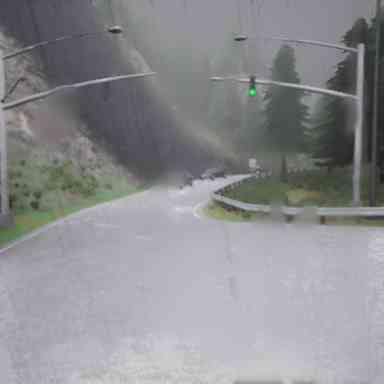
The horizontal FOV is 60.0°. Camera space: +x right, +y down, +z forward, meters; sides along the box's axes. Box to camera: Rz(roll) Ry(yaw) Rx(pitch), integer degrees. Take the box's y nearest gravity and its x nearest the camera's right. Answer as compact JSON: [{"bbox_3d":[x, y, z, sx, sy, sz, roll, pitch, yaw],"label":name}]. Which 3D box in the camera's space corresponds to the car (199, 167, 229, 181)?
[{"bbox_3d":[2.741,-2.289,41.371,2.128,1.511,4.902,3,8,36],"label":"car"}]

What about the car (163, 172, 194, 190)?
[{"bbox_3d":[-1.268,-1.166,32.743,1.837,1.490,4.892,1,7,19],"label":"car"}]

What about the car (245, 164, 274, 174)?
[{"bbox_3d":[9.927,-3.373,48.856,4.892,1.490,1.837,-7,7,-37],"label":"car"}]
